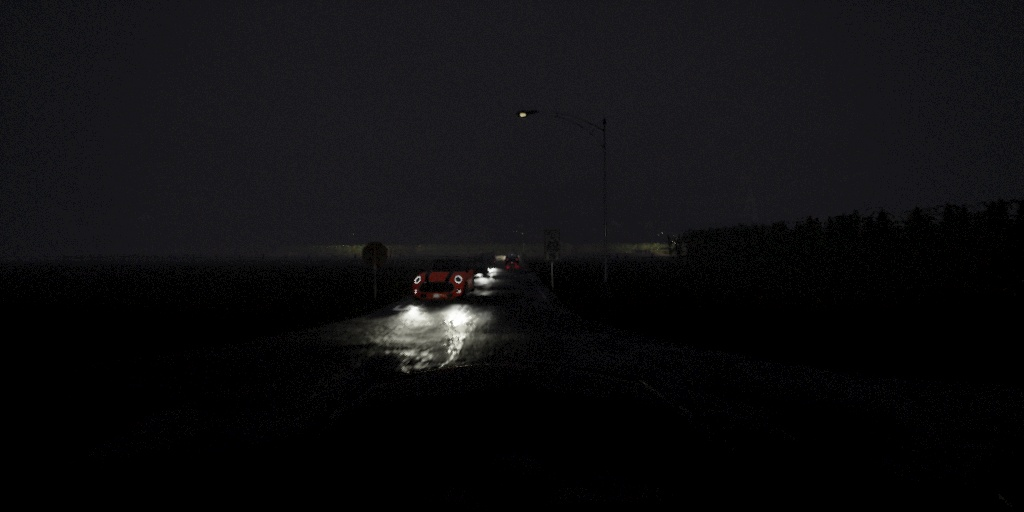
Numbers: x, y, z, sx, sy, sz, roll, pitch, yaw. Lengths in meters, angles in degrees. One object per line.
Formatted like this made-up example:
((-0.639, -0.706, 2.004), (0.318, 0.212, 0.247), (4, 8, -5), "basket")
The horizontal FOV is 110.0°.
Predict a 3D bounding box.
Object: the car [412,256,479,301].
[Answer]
((-2.861, 0.876, 15.775), (2.097, 1.767, 4.553), (-1, 1, 0), "car")

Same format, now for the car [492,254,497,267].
((-2.828, 0.515, 41.899), (2.128, 1.511, 4.902), (-1, 1, 1), "car")

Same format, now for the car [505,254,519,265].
((0.000, 0.486, 47.278), (1.895, 1.301, 4.718), (-1, 1, 0), "car")

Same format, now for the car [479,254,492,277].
((-2.853, 0.791, 28.434), (1.837, 1.490, 4.892), (-1, 1, 0), "car")
